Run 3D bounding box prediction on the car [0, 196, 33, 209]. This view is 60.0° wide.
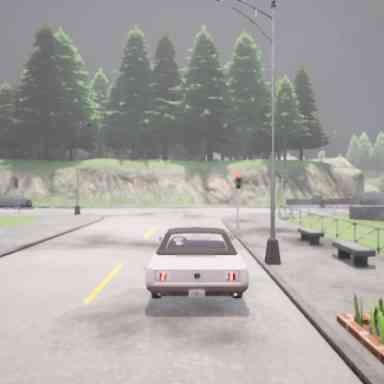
[{"bbox_3d":[-18.951,1.088,34.697,4.181,1.385,1.994,0,1,1],"label":"car"}]

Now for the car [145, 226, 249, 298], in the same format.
[{"bbox_3d":[0.097,1.488,8.134,1.895,1.301,4.718,0,1,0],"label":"car"}]
